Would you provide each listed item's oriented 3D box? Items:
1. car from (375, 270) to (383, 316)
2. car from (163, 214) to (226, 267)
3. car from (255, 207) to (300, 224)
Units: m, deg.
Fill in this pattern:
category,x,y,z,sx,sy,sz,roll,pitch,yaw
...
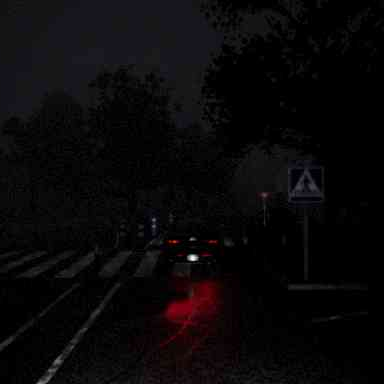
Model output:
category,x,y,z,sx,sy,sz,roll,pitch,yaw
car,5.304,1.499,5.431,4.892,1.521,2.231,1,0,-21
car,0.103,1.520,11.456,1.837,1.490,4.892,0,0,2
car,7.534,2.037,29.160,4.181,1.385,1.994,2,-2,-35
